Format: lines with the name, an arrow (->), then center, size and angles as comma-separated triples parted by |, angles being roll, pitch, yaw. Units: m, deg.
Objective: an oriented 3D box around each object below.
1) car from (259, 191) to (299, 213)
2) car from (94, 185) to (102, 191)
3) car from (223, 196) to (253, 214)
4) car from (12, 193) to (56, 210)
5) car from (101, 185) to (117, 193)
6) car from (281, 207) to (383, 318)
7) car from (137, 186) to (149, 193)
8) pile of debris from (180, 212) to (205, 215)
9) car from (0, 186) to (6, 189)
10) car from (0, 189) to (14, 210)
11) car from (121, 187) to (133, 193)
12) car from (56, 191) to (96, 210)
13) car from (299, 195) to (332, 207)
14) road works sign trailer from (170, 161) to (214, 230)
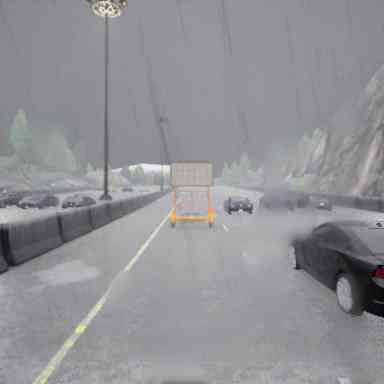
car -> 7.110, 0.726, 28.178 | 2.097, 1.767, 4.553 | 0, 2, 0
car -> -20.974, -0.888, 76.181 | 1.882, 1.535, 5.008 | 0, 2, 0
car -> 3.610, 1.012, 26.832 | 1.895, 1.301, 4.718 | 0, 2, 0
car -> -14.089, 0.845, 30.993 | 2.033, 1.411, 5.357 | 0, 2, 0
car -> -17.475, -0.633, 71.740 | 1.882, 1.535, 5.008 | 0, 2, 0
car -> 3.603, 1.342, 7.248 | 1.882, 1.535, 5.008 | 0, 1, 0
car -> -10.475, -0.587, 71.739 | 1.812, 1.442, 4.674 | 0, 2, 0
pile of debris -> 0.011, 1.621, 25.194 | 1.860, 0.140, 1.500 | 0, 2, 0
car -> -21.084, 0.428, 34.102 | 2.150, 2.045, 5.566 | 0, 2, 0
car -> -17.585, 0.786, 31.074 | 2.128, 1.511, 4.902 | 0, 2, 0
car -> -13.975, -0.515, 71.713 | 1.895, 1.301, 4.718 | 0, 2, 0
car -> -10.586, 0.860, 31.047 | 1.994, 1.385, 4.181 | 0, 2, 0
car -> 10.610, 0.911, 29.193 | 1.994, 1.385, 4.181 | 0, 2, 0
road works sign trailer -> -0.004, 0.093, 18.151 | 2.380, 3.560, 2.880 | 0, 1, 0
